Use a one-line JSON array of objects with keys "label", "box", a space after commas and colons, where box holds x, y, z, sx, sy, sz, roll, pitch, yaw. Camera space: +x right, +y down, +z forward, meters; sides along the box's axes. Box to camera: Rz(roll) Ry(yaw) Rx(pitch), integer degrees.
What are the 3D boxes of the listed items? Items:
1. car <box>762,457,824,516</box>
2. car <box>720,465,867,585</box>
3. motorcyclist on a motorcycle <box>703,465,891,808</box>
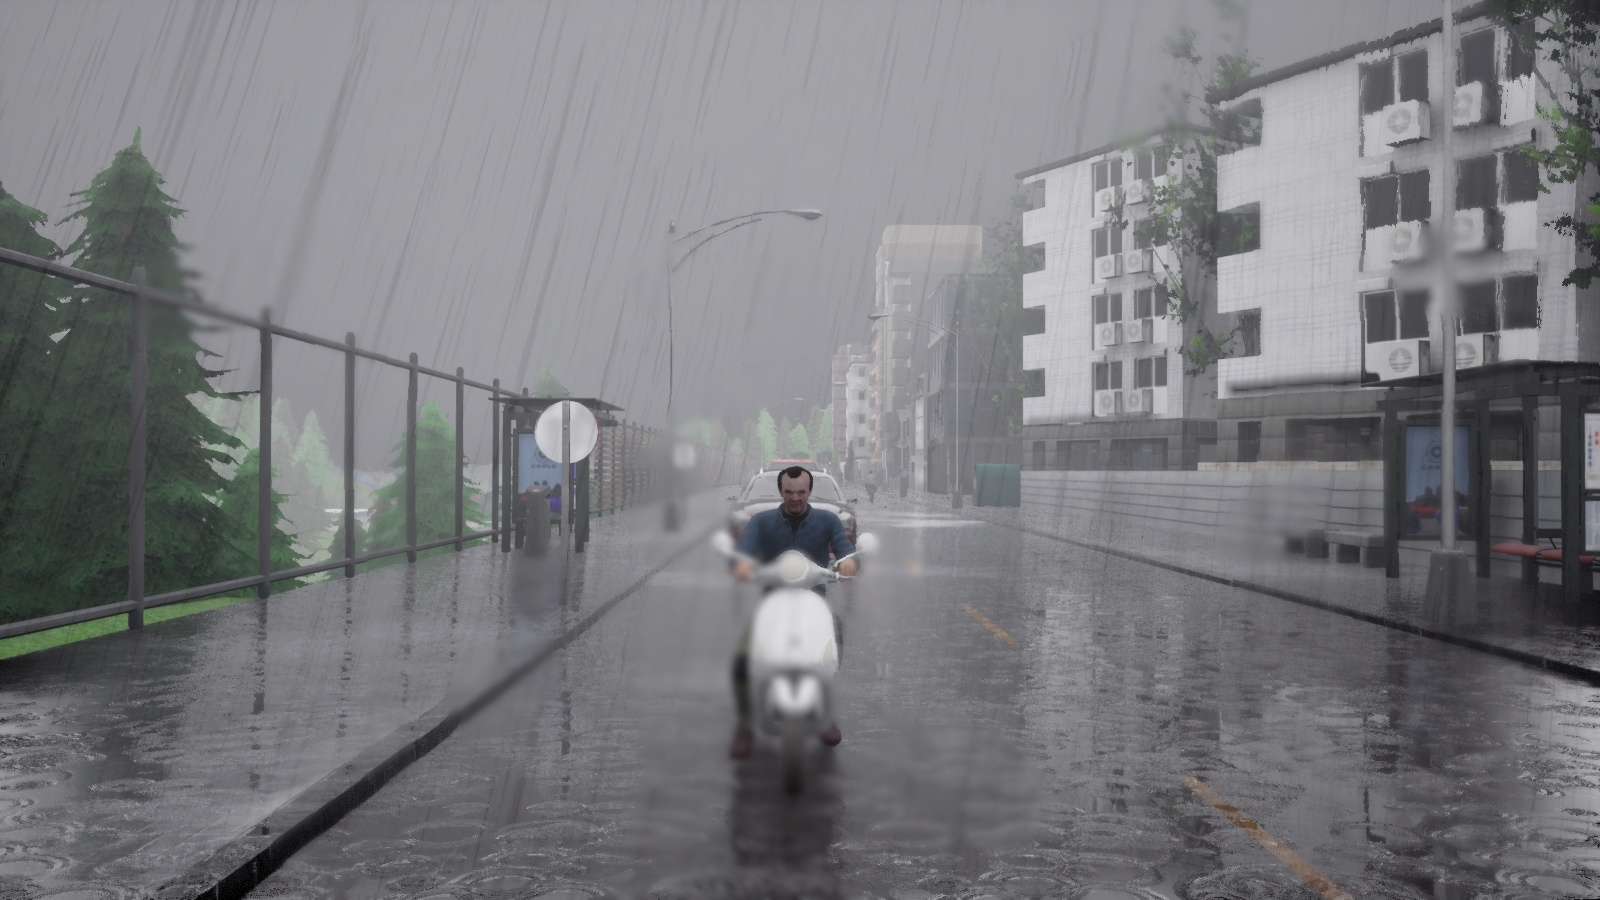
[{"label": "car", "box": [-0.259, 1.310, 46.285, 2.150, 2.045, 5.566, 0, -1, 0]}, {"label": "car", "box": [-0.101, 1.078, 19.872, 2.033, 1.649, 4.856, 0, -1, 0]}, {"label": "motorcyclist on a motorcycle", "box": [-0.021, 0.881, 6.750, 0.866, 1.590, 1.817, 0, -1, 0]}]
